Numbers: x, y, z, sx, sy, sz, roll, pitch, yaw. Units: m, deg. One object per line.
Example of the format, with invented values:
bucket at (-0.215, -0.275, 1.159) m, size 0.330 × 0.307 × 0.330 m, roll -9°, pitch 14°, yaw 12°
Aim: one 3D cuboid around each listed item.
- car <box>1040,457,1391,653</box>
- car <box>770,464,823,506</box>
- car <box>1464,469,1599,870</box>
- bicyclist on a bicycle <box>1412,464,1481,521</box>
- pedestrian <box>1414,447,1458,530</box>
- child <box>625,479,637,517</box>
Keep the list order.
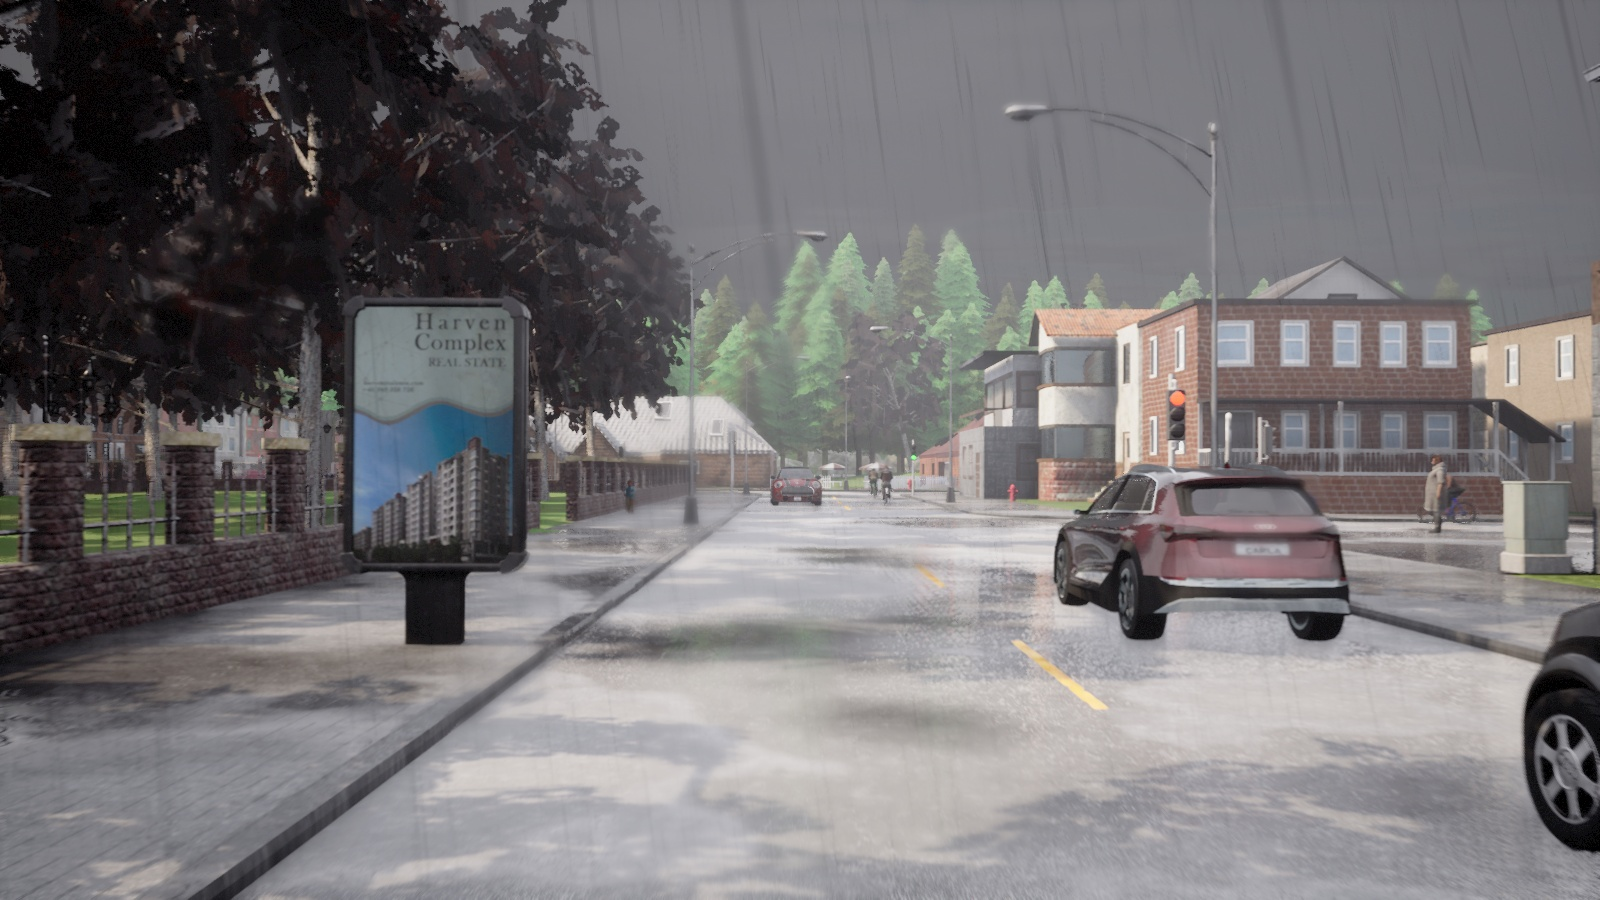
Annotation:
car at (3.971, 0.923, 13.039) m, size 2.033 × 1.649 × 4.856 m, roll 0°, pitch -1°, yaw 0°
car at (-0.190, 1.495, 54.671) m, size 2.097 × 1.767 × 4.553 m, roll 0°, pitch -1°, yaw -3°
car at (3.993, 0.834, 3.981) m, size 1.789 × 1.549 × 3.705 m, roll 0°, pitch -1°, yaw 0°
bicyclist on a bicycle at (18.832, 1.241, 36.595) m, size 1.656 × 1.620 × 0.582 m, roll -1°, pitch -1°, yaw 0°
pedestrian at (15.107, 0.910, 29.817) m, size 0.873 × 1.952 × 0.659 m, roll -1°, pitch -1°, yaw 31°
child at (-5.368, 1.524, 39.864) m, size 0.343 × 1.192 × 0.448 m, roll 0°, pitch -1°, yaw 0°
